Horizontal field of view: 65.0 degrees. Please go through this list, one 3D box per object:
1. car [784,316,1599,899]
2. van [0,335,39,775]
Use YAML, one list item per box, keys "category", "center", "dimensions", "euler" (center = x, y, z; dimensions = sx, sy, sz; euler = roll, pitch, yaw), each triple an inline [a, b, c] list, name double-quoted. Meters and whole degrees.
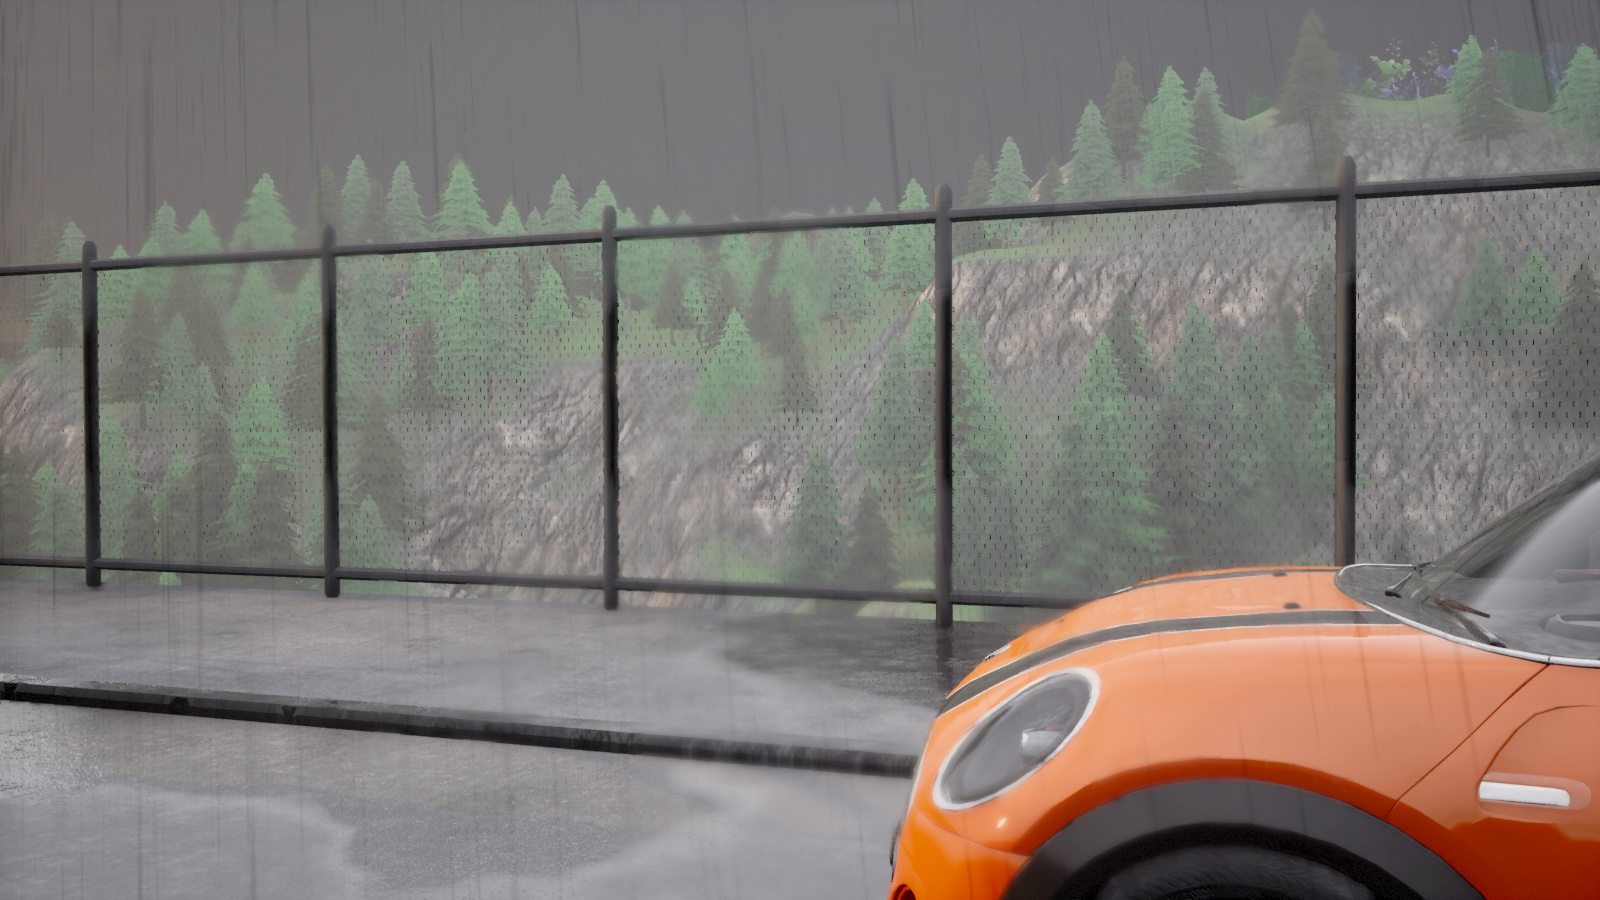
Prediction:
- category: "car"
  center: [2.461, 0.648, 2.891]
  dimensions: [4.553, 1.767, 2.097]
  euler: [1, 1, 19]
- category: "van"
  center: [-5.935, 0.466, 5.712]
  dimensions: [4.442, 1.987, 1.775]
  euler: [1, 1, 19]
